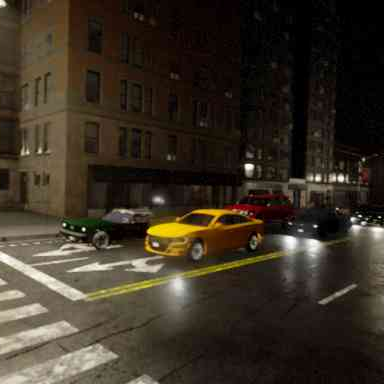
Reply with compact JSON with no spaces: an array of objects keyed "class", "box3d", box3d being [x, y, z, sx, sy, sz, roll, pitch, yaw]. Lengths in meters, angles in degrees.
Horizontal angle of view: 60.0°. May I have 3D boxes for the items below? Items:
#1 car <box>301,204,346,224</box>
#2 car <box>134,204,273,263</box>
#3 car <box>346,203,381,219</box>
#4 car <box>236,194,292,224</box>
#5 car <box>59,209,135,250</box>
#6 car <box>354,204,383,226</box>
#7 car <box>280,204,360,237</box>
[{"class":"car","box3d":[10.766,1.710,27.085,1.994,1.385,4.181,3,1,43]},{"class":"car","box3d":[0.634,1.375,11.870,1.882,1.535,5.008,3,1,44]},{"class":"car","box3d":[17.688,1.915,34.232,1.994,1.385,4.181,3,1,45]},{"class":"car","box3d":[4.130,1.171,20.175,2.150,2.045,5.566,3,1,44]},{"class":"car","box3d":[-2.650,1.349,13.146,1.895,1.301,4.718,3,1,44]},{"class":"car","box3d":[14.675,1.819,26.454,1.837,1.490,4.892,3,1,44]},{"class":"car","box3d":[7.437,1.647,18.945,2.033,1.411,5.357,3,1,44]}]
